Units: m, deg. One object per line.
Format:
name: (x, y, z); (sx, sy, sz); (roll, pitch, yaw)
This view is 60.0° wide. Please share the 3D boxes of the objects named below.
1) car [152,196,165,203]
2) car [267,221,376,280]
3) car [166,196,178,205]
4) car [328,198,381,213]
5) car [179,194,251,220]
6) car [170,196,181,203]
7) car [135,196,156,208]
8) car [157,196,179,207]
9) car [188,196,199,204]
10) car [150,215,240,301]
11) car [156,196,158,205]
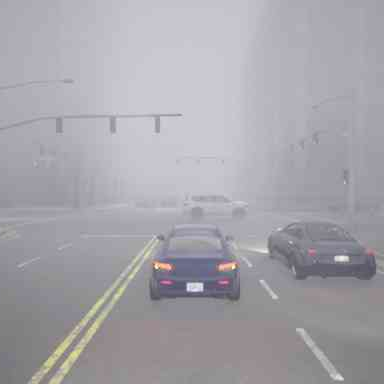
car: (-6.875, 1.511, 68.588); (2.033, 1.411, 5.357); (0, 0, 0)
car: (3.590, 1.558, 9.949); (1.994, 1.385, 4.181); (0, 0, 0)
car: (-3.464, 1.446, 59.205); (1.882, 1.535, 5.008); (0, 0, 0)
car: (16.770, 1.404, 34.460); (5.008, 1.535, 1.882); (0, 0, 0)
car: (1.932, 1.176, 27.158); (5.566, 2.045, 2.150); (0, 0, -1)
car: (-3.370, 1.527, 69.208); (1.994, 1.385, 4.181); (0, 0, 0)
car: (-7.007, 1.522, 48.407); (2.033, 1.411, 5.357); (0, 0, 0)
car: (-3.502, 1.465, 49.614); (2.128, 1.511, 4.902); (0, 0, 0)
car: (0.218, 1.530, 63.194); (1.994, 1.385, 4.181); (0, 0, 0)
car: (0.075, 1.521, 8.212); (1.812, 1.442, 4.674); (0, 0, 1)
car: (-6.972, 1.474, 58.140); (1.837, 1.490, 4.892); (0, 0, 0)
